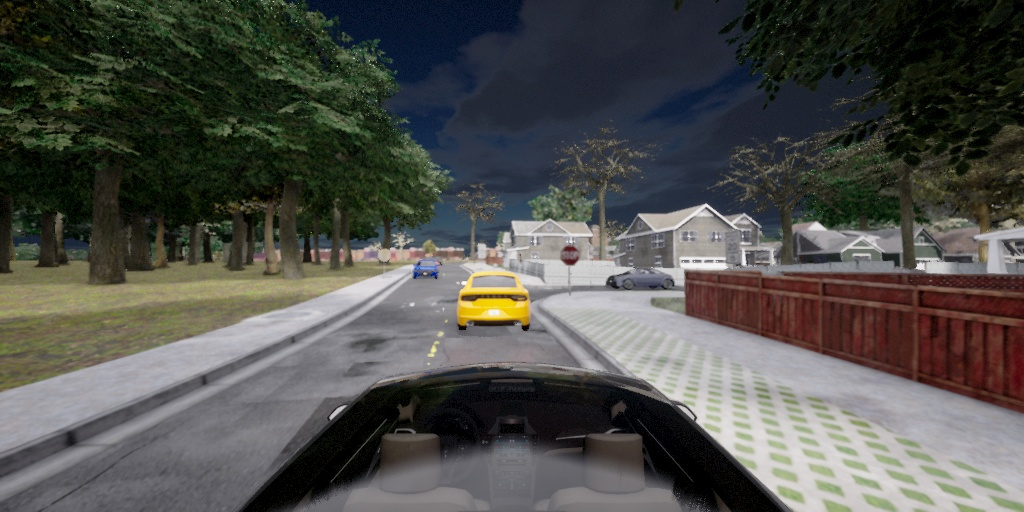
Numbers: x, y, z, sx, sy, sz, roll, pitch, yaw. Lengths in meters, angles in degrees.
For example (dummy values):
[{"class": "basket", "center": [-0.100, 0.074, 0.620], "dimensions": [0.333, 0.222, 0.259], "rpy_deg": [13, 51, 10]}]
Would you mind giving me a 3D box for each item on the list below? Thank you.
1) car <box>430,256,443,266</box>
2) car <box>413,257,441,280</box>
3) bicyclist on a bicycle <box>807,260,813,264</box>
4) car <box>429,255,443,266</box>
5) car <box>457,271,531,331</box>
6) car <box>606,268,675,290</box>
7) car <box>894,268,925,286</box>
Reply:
[{"class": "car", "center": [-9.059, 0.856, 39.721], "dimensions": [2.097, 1.767, 4.553], "rpy_deg": [0, 0, -11]}, {"class": "car", "center": [-7.010, 1.058, 29.407], "dimensions": [1.882, 1.535, 5.008], "rpy_deg": [0, 0, -11]}, {"class": "bicyclist on a bicycle", "center": [15.674, 1.052, 18.625], "dimensions": [0.582, 1.620, 1.656], "rpy_deg": [1, -3, -11]}, {"class": "car", "center": [-13.209, 0.775, 62.603], "dimensions": [2.097, 1.767, 4.553], "rpy_deg": [0, 0, -8]}, {"class": "car", "center": [-0.550, 1.202, 10.968], "dimensions": [1.882, 1.535, 5.008], "rpy_deg": [0, 0, -3]}, {"class": "car", "center": [8.233, 1.456, 23.143], "dimensions": [4.181, 1.385, 1.994], "rpy_deg": [1, -2, -9]}, {"class": "car", "center": [24.759, 1.492, 23.321], "dimensions": [5.008, 1.535, 1.882], "rpy_deg": [1, -2, -11]}]
